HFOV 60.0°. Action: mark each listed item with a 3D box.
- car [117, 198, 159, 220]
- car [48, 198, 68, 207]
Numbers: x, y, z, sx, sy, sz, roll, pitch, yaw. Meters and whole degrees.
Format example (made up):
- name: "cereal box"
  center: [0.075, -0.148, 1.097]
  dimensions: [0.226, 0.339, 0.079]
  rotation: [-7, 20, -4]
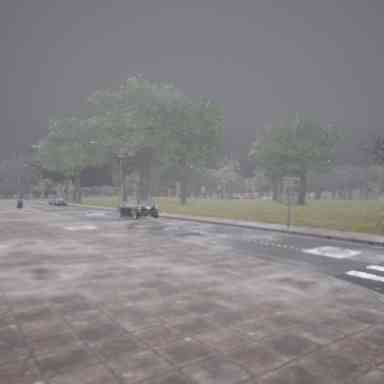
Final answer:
- name: "car"
  center: [-4.788, 1.372, 28.937]
  dimensions: [2.097, 1.767, 4.553]
  rotation: [-1, 0, -35]
- name: "car"
  center: [-20.814, 1.650, 51.435]
  dimensions: [1.895, 1.301, 4.718]
  rotation: [-1, 0, -35]
